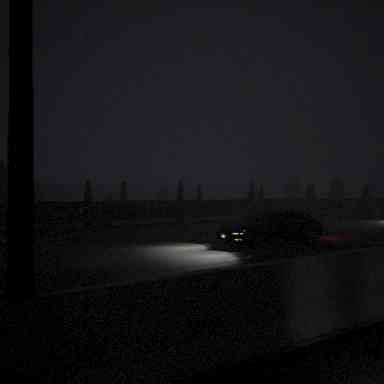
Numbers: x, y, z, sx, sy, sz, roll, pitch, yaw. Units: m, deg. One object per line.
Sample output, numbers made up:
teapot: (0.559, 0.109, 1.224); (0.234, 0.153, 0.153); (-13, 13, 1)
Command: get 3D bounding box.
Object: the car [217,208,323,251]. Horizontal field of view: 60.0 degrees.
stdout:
car: (3.331, 1.457, 13.947); (4.892, 1.490, 1.837); (0, 0, -29)
